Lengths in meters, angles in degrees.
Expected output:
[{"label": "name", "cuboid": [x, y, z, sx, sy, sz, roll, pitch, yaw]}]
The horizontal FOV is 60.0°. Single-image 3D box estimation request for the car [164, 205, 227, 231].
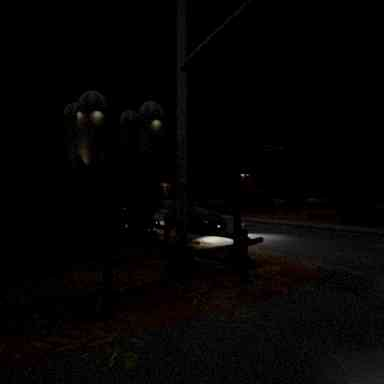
[{"label": "car", "cuboid": [0.048, 1.526, 19.393, 1.812, 1.442, 4.674, 0, 0, -36]}]
